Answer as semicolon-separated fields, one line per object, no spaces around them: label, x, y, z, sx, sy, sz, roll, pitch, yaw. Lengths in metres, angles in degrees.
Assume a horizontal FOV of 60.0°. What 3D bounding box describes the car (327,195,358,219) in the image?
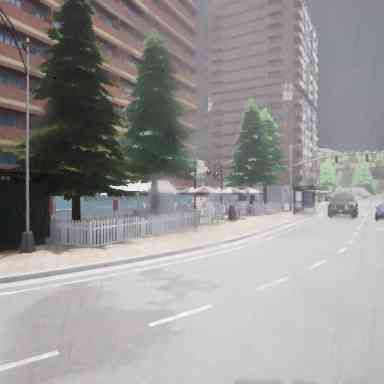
car;13.741;1.247;30.134;2.150;2.045;5.566;0;0;30

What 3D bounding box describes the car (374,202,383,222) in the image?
car;15.691;1.547;26.533;1.812;1.442;4.674;0;0;30
